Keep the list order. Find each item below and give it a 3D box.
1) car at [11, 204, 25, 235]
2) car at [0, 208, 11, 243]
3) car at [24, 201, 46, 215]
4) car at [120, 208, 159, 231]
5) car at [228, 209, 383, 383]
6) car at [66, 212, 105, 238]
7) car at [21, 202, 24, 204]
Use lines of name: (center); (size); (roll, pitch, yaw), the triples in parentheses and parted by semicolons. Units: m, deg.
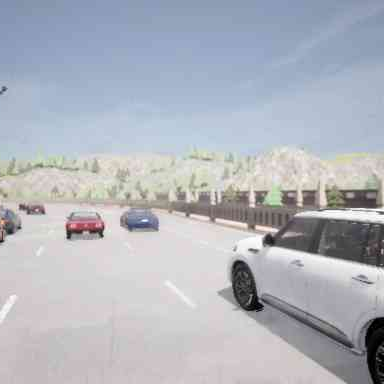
car: (-11.340, 1.696, 19.668); (1.812, 1.442, 4.674); (0, 0, -20)
car: (-9.299, 1.476, 13.995); (2.097, 1.767, 4.553); (0, 0, -20)
car: (-18.280, 1.849, 38.852); (1.812, 1.442, 4.674); (0, 0, -29)
car: (-3.548, 1.727, 22.076); (1.994, 1.385, 4.181); (0, 0, -20)
car: (2.560, 1.250, 5.107); (2.150, 2.045, 5.566); (0, 0, -20)
car: (-6.085, 1.749, 18.794); (1.895, 1.301, 4.718); (0, 0, -20)
car: (-23.520, 2.000, 47.666); (1.895, 1.301, 4.718); (0, 0, -36)
